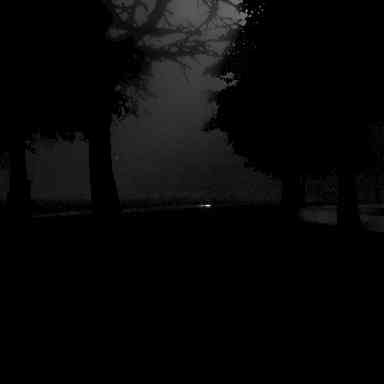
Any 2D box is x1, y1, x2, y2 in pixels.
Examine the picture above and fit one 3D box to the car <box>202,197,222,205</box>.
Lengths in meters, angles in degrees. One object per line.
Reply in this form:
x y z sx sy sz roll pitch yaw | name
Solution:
3.438 1.610 57.492 1.994 1.385 4.181 -2 -1 36 | car
